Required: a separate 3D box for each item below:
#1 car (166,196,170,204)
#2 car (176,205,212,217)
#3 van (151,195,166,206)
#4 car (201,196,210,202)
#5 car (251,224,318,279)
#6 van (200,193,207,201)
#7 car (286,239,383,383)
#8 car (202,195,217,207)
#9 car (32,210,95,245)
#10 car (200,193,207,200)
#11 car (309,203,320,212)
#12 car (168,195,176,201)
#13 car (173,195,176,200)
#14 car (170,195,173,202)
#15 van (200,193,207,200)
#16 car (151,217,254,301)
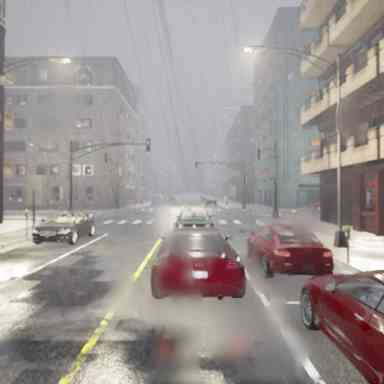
[{"bbox_3d":[-5.459,1.525,59.133,1.947,1.339,4.313,1,0,0],"label":"car"},{"bbox_3d":[0.108,1.590,17.224,1.895,1.301,4.718,0,0,0],"label":"car"},{"bbox_3d":[-5.569,1.304,53.470,1.690,1.788,3.998,1,0,0],"label":"van"},{"bbox_3d":[3.034,1.526,76.064,1.802,1.307,4.206,1,0,0],"label":"car"},{"bbox_3d":[2.670,1.576,9.684,1.802,1.307,4.206,1,0,0],"label":"car"},{"bbox_3d":[3.113,1.277,87.404,1.690,1.788,3.998,1,0,0],"label":"van"},{"bbox_3d":[2.669,1.580,4.013,1.802,1.307,4.206,1,0,0],"label":"car"},{"bbox_3d":[2.979,1.514,51.806,2.008,1.369,4.403,1,0,0],"label":"car"},{"bbox_3d":[-5.765,1.542,15.425,2.008,1.369,4.403,1,0,0],"label":"car"},{"bbox_3d":[2.996,1.500,70.394,2.008,1.369,4.403,1,0,0],"label":"car"},{"bbox_3d":[15.559,1.487,37.575,4.507,1.381,1.887,0,-1,1],"label":"car"},{"bbox_3d":[-5.270,1.481,87.485,1.887,1.381,4.507,1,0,0],"label":"car"},{"bbox_3d":[-5.346,1.511,76.145,1.947,1.339,4.313,1,0,0],"label":"car"},{"bbox_3d":[-5.419,1.394,64.803,1.967,1.590,4.097,1,0,0],"label":"car"},{"bbox_3d":[3.151,1.272,93.074,1.690,1.788,3.998,1,0,0],"label":"van"},{"bbox_3d":[0.109,1.559,8.398,1.994,1.385,4.181,0,0,-1],"label":"car"}]
